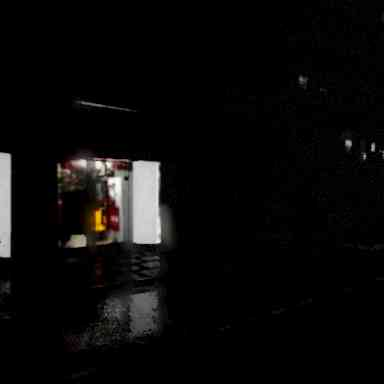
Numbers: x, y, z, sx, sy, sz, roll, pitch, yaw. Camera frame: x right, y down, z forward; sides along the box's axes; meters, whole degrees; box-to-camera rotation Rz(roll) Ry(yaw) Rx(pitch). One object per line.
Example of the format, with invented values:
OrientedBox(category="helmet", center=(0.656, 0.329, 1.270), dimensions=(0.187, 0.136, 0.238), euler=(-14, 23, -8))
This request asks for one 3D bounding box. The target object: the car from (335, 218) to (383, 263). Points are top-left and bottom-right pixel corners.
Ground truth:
OrientedBox(category="car", center=(6.622, 1.574, 11.286), dimensions=(4.206, 1.307, 1.802), euler=(0, 0, -36))
